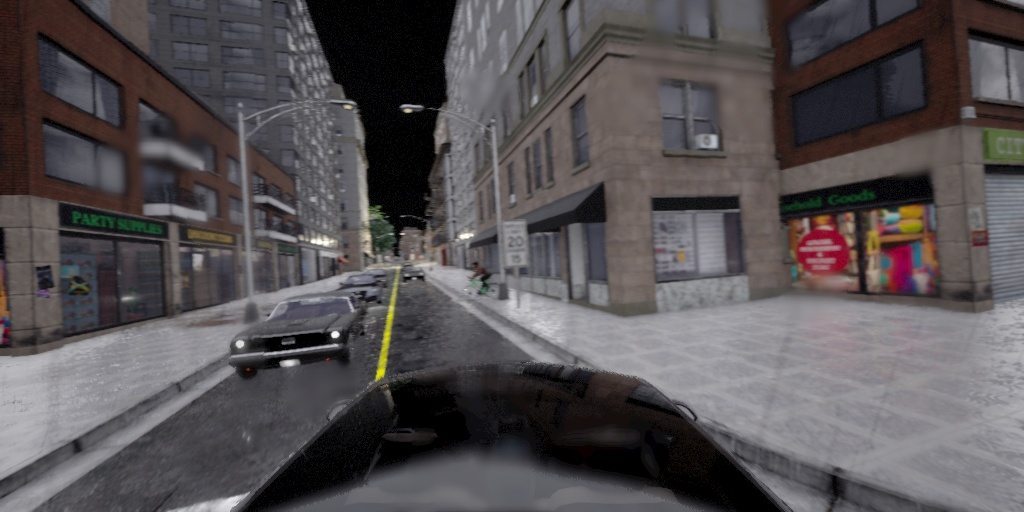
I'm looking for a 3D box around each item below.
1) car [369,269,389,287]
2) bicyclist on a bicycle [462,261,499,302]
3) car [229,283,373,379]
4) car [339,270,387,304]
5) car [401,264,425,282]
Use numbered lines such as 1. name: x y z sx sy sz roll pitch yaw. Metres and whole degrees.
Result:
1. car: -10.607 1.711 27.933 2.033 1.411 5.357 -3 0 -17
2. bicyclist on a bicycle: -1.291 1.038 14.848 1.656 1.620 0.582 -5 1 -17
3. car: -4.496 1.561 8.280 1.895 1.301 4.718 -3 0 -17
4. car: -7.462 1.627 17.753 1.994 1.385 4.181 -3 0 -19
5. car: -8.979 1.632 32.606 1.895 1.301 4.718 -3 1 -17
